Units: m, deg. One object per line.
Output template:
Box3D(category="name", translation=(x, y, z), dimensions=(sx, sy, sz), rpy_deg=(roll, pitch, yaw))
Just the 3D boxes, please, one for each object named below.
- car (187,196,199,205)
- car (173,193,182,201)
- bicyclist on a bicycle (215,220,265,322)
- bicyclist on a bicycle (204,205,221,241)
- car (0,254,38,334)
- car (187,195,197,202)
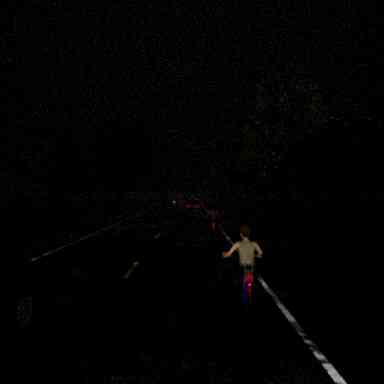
Box3D(category="car", translation=(0.102, 1.492, 58.767), dimensions=(1.812, 1.442, 4.674), rpy_deg=(0, -1, -1))
Box3D(category="car", translation=(-3.495, 1.173, 81.733), dimensions=(2.150, 2.045, 5.566), rpy_deg=(0, 0, 0))
Box3D(category="bicyclist on a bicycle", translation=(0.983, 1.433, 6.256), dimensions=(0.866, 1.612, 1.509), rpy_deg=(0, 0, 0))
Box3D(category="bicyclist on a bicycle", translation=(0.983, 1.428, 15.738), dimensions=(0.866, 1.612, 1.509), rpy_deg=(0, 0, 0))
Box3D(category="car", translation=(-3.600, 1.523, 4.088), dimensions=(1.812, 1.442, 4.674), rpy_deg=(0, 0, 0))
Box3D(category="car", translation=(0.004, 1.494, 73.789), dimensions=(2.033, 1.411, 5.357), rpy_deg=(0, 0, 0))
